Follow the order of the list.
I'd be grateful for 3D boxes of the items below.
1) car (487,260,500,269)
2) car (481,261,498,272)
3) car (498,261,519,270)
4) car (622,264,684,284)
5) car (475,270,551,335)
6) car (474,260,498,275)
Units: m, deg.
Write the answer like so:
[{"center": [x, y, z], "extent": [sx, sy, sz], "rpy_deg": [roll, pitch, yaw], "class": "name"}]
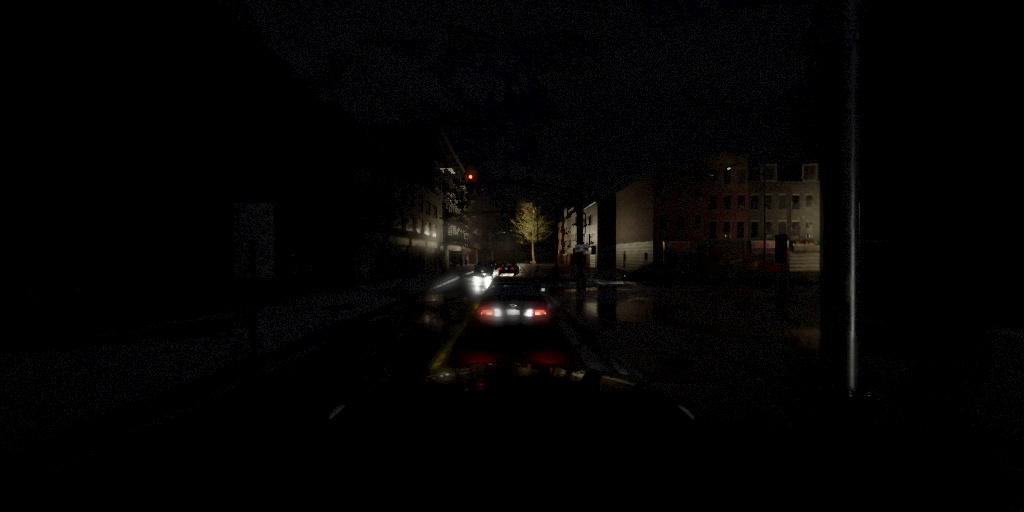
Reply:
[{"center": [-2.959, 1.343, 57.776], "extent": [1.994, 1.385, 4.181], "rpy_deg": [0, 0, -1], "class": "car"}, {"center": [-2.942, 1.331, 47.779], "extent": [1.994, 1.385, 4.181], "rpy_deg": [0, 0, 0], "class": "car"}, {"center": [-0.308, 1.306, 38.101], "extent": [2.033, 1.411, 5.357], "rpy_deg": [0, 0, 6], "class": "car"}, {"center": [10.203, 1.247, 26.056], "extent": [4.181, 1.385, 1.994], "rpy_deg": [0, 0, 1], "class": "car"}, {"center": [0.046, 1.297, 10.448], "extent": [2.033, 1.411, 5.357], "rpy_deg": [0, 0, 0], "class": "car"}, {"center": [-2.917, 1.250, 37.946], "extent": [2.128, 1.511, 4.902], "rpy_deg": [0, 0, 0], "class": "car"}]
